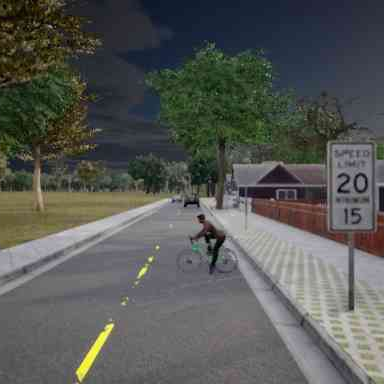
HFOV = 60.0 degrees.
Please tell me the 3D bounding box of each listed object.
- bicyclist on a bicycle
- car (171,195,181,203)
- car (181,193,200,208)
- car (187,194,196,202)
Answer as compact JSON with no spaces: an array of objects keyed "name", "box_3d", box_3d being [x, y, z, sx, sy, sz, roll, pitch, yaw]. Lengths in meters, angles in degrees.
[{"name":"bicyclist on a bicycle","box_3d":[0.413,1.417,9.004,1.656,1.620,0.582,0,0,0]},{"name":"car","box_3d":[-2.849,1.332,62.921,1.882,1.535,5.008,0,0,0]},{"name":"car","box_3d":[0.003,1.145,47.538,2.150,2.045,5.566,0,0,1]},{"name":"car","box_3d":[-0.052,1.303,68.857,1.882,1.535,5.008,0,0,0]}]
